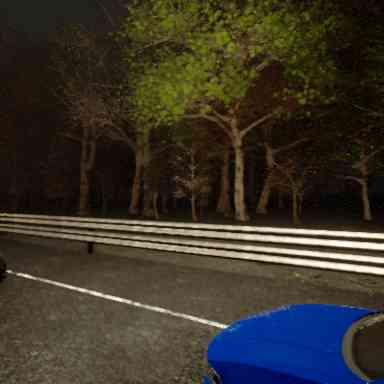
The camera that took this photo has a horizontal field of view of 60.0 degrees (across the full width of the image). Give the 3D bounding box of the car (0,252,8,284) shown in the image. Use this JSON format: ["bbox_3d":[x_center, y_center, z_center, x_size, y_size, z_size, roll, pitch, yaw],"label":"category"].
[{"bbox_3d":[-6.614,1.676,8.571,4.181,1.385,1.994,-1,0,35],"label":"car"}]

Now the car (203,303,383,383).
[{"bbox_3d":[2.378,1.469,2.174,5.008,1.535,1.882,-1,0,36],"label":"car"}]
